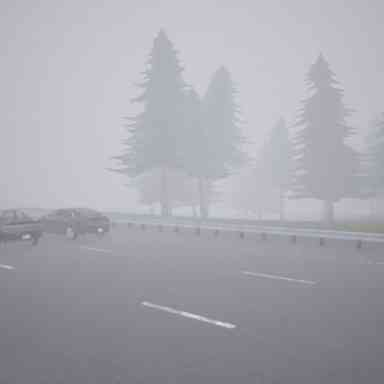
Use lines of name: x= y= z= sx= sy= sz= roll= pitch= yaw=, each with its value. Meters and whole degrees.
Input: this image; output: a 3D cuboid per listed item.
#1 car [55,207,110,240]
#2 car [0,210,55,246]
car: x=-6.238 y=1.519 z=16.917 sx=4.892 sy=1.490 sz=1.837 roll=0 pitch=0 yaw=35
car: x=-8.271 y=1.497 z=14.068 sx=4.902 sy=1.511 sz=2.128 roll=0 pitch=0 yaw=35
